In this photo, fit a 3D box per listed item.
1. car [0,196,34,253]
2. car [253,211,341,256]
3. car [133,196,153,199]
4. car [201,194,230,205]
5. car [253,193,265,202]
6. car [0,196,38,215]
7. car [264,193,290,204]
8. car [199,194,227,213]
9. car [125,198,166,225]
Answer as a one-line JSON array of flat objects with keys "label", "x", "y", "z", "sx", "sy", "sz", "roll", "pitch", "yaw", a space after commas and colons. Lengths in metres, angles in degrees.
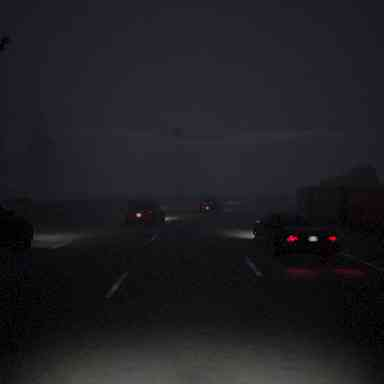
[{"label": "car", "x": -6.900, "y": 1.116, "z": 9.865, "sx": 2.150, "sy": 2.045, "sz": 5.566, "roll": 0, "pitch": 0, "yaw": 0}, {"label": "car", "x": 3.599, "y": 1.417, "z": 12.386, "sx": 2.033, "sy": 1.411, "sz": 5.357, "roll": 0, "pitch": 1, "yaw": 0}, {"label": "car", "x": -4.865, "y": 1.120, "z": 34.333, "sx": 1.882, "sy": 1.535, "sz": 5.008, "roll": -1, "pitch": 0, "yaw": 16}, {"label": "car", "x": 3.398, "y": 1.001, "z": 47.047, "sx": 2.128, "sy": 1.511, "sz": 4.902, "roll": 0, "pitch": 0, "yaw": 29}, {"label": "car", "x": 11.757, "y": 0.940, "z": 54.244, "sx": 1.837, "sy": 1.490, "sz": 4.892, "roll": -2, "pitch": -1, "yaw": 39}, {"label": "car", "x": -16.476, "y": 1.188, "z": 30.521, "sx": 1.837, "sy": 1.490, "sz": 4.892, "roll": 0, "pitch": 0, "yaw": 9}, {"label": "car", "x": 13.124, "y": 0.984, "z": 50.086, "sx": 1.837, "sy": 1.490, "sz": 4.892, "roll": -2, "pitch": -1, "yaw": 36}, {"label": "car", "x": 1.994, "y": 1.168, "z": 32.210, "sx": 1.837, "sy": 1.490, "sz": 4.892, "roll": -1, "pitch": 0, "yaw": 15}, {"label": "car", "x": -3.010, "y": 1.334, "z": 21.985, "sx": 1.994, "sy": 1.385, "sz": 4.181, "roll": 0, "pitch": 1, "yaw": 5}]
